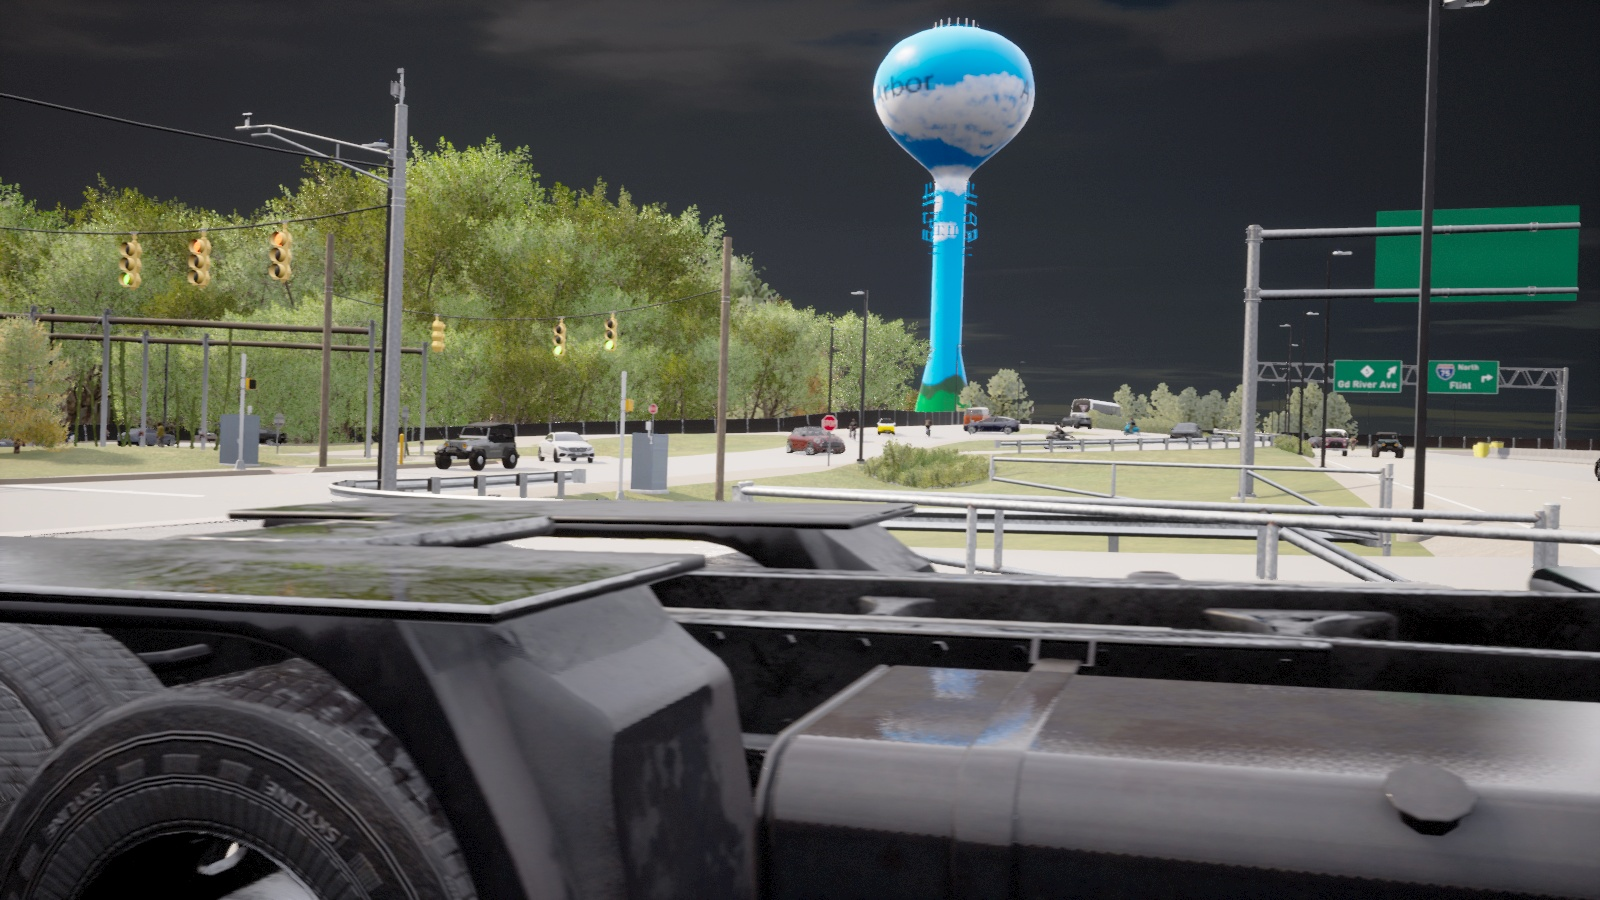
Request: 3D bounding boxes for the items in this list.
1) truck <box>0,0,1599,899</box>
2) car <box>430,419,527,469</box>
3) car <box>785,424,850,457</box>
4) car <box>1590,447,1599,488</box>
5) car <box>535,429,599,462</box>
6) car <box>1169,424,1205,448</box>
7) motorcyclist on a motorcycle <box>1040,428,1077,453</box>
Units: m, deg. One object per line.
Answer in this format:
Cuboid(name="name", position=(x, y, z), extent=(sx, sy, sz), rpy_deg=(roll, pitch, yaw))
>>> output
Cuboid(name="truck", position=(0.957, -0.190, 2.917), extent=(7.936, 3.462, 2.891), rpy_deg=(0, 1, 19))
Cuboid(name="car", position=(-12.893, -0.274, 50.599), extent=(1.905, 1.878, 3.866), rpy_deg=(2, 2, 19))
Cuboid(name="car", position=(1.001, -0.601, 75.472), extent=(2.097, 1.767, 4.553), rpy_deg=(-1, 3, -26))
Cuboid(name="car", position=(29.163, 0.669, 43.802), extent=(1.816, 1.474, 4.193), rpy_deg=(2, 1, 20))
Cuboid(name="car", position=(-11.235, -0.229, 60.194), extent=(1.812, 1.442, 4.674), rpy_deg=(1, 1, -26))
Cuboid(name="car", position=(27.395, -1.006, 88.907), extent=(1.882, 1.535, 5.008), rpy_deg=(2, 3, 23))
Cuboid(name="motorcyclist on a motorcycle", position=(16.251, -0.600, 79.016), extent=(2.191, 1.530, 0.866), rpy_deg=(-1, 1, -23))
